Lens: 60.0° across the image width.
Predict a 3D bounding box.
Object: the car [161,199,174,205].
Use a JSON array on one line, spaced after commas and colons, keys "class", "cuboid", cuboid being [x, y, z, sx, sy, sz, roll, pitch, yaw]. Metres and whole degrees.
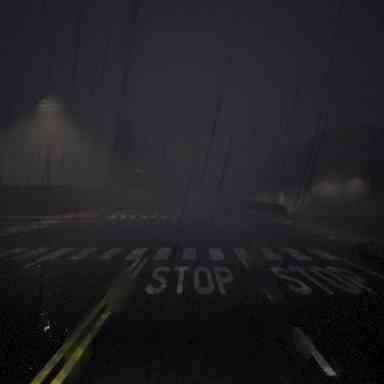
[{"class": "car", "cuboid": [-5.653, 2.316, 77.838, 2.033, 1.411, 5.357, 0, -1, 11]}]
